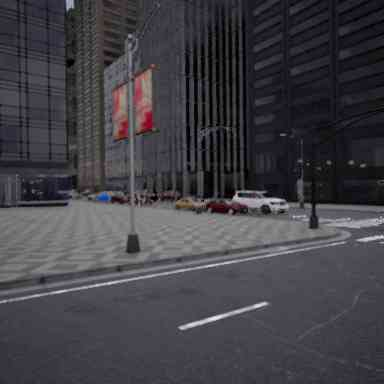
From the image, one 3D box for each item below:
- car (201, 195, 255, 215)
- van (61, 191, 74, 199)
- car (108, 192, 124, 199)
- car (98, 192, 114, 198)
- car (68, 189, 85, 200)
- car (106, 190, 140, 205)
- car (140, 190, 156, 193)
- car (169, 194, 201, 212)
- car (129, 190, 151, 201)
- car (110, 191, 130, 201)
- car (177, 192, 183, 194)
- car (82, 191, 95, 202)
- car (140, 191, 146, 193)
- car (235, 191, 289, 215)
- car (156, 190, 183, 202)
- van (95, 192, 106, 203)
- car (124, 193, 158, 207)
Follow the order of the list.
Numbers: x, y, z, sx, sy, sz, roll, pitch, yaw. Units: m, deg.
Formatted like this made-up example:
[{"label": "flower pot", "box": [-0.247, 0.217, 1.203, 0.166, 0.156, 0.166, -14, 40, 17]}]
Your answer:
[{"label": "car", "box": [3.122, 1.286, 29.803, 1.887, 1.381, 4.507, -1, 1, -36]}, {"label": "van", "box": [-26.559, 0.615, 70.809, 1.690, 1.788, 3.998, -1, 1, -36]}, {"label": "car", "box": [-16.353, 0.761, 71.250, 1.802, 1.307, 4.206, -1, 1, -36]}, {"label": "car", "box": [-19.651, 0.666, 75.805, 1.887, 1.381, 4.507, -1, 1, -36]}, {"label": "car", "box": [-23.262, 0.771, 66.254, 1.967, 1.590, 4.097, -1, 1, -36]}, {"label": "car", "box": [-10.071, 0.864, 48.026, 2.192, 1.841, 5.009, -1, 1, -36]}, {"label": "car", "box": [-7.592, 0.630, 54.642, 2.150, 2.045, 5.566, -1, 1, -38]}, {"label": "car", "box": [-0.077, 1.223, 34.222, 1.752, 1.417, 4.829, -1, 1, -36]}, {"label": "car", "box": [-9.758, 0.606, 62.134, 2.192, 1.841, 5.009, -1, 1, -36]}, {"label": "car", "box": [-13.763, 0.661, 63.102, 2.097, 1.767, 4.553, -1, 1, -36]}, {"label": "car", "box": [0.135, 1.014, 48.468, 1.947, 1.339, 4.313, -1, 1, -36]}, {"label": "car", "box": [-16.666, 0.994, 57.142, 2.008, 1.369, 4.403, -1, 1, -36]}, {"label": "car", "box": [-9.752, 1.016, 52.369, 2.033, 1.411, 5.357, -1, 1, -35]}, {"label": "car", "box": [6.106, 0.924, 30.359, 2.150, 2.045, 5.566, -1, 1, -36]}, {"label": "car", "box": [-3.163, 0.712, 53.022, 2.192, 1.841, 5.009, -1, 1, -36]}, {"label": "van", "box": [-13.368, 0.838, 52.584, 1.690, 1.788, 3.998, -1, 1, -36]}, {"label": "car", "box": [-6.772, 1.145, 43.472, 1.887, 1.381, 4.507, -1, 1, -36]}]
